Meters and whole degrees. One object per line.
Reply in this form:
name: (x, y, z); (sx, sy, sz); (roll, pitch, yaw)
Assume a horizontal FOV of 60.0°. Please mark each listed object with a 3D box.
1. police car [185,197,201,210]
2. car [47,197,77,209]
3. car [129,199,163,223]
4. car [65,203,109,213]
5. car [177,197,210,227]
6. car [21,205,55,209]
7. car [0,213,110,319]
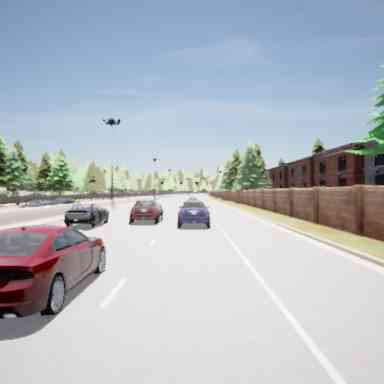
police car: (0.129, 1.498, 45.575); (2.038, 1.542, 4.974); (0, 0, 0)
car: (-17.515, 1.475, 45.125); (2.128, 1.511, 4.902); (0, 0, 0)
car: (-3.370, 1.346, 25.303); (2.097, 1.767, 4.553); (0, 0, 0)
car: (-6.874, 1.484, 22.144); (2.128, 1.511, 4.902); (0, 0, 0)
car: (0.121, 1.348, 22.724); (2.097, 1.767, 4.553); (0, 0, 0)
car: (-14.017, 1.478, 30.159); (2.128, 1.511, 4.902); (0, 0, 1)
car: (-3.386, 1.474, 7.511); (1.882, 1.535, 5.008); (0, 0, 0)
